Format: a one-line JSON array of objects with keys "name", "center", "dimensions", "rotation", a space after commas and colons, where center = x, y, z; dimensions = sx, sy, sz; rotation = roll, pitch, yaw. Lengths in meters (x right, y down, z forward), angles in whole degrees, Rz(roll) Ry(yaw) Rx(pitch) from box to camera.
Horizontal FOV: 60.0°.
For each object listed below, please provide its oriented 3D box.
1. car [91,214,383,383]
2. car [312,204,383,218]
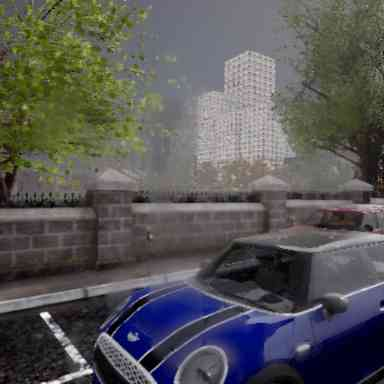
[{"name": "car", "center": [1.136, 1.354, 4.192], "dimensions": [4.553, 1.767, 2.097], "rotation": [0, 0, -35]}, {"name": "car", "center": [4.582, 1.319, 9.821], "dimensions": [5.009, 1.841, 2.192], "rotation": [0, 1, -36]}]
